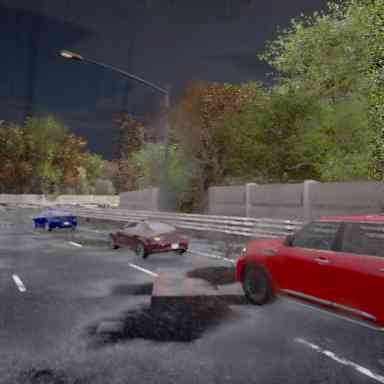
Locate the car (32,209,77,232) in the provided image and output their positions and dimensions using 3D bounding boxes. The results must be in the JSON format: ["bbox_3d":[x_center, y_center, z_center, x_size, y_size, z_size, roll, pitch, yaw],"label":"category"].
[{"bbox_3d":[-10.150,1.998,24.346,1.882,1.535,5.008,2,-2,-42],"label":"car"}]

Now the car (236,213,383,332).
[{"bbox_3d":[3.142,1.386,6.074,2.150,2.045,5.566,1,-2,-30],"label":"car"}]

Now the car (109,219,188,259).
[{"bbox_3d":[-1.955,1.852,14.140,1.812,1.442,4.674,1,-1,-35],"label":"car"}]
